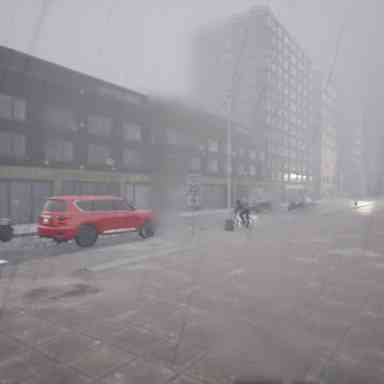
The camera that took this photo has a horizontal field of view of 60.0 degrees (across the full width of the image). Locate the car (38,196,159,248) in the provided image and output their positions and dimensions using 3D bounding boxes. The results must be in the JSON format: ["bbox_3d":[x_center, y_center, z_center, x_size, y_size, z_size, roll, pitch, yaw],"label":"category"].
[{"bbox_3d":[-3.990,1.198,15.047,2.150,2.045,5.566,0,0,39],"label":"car"}]

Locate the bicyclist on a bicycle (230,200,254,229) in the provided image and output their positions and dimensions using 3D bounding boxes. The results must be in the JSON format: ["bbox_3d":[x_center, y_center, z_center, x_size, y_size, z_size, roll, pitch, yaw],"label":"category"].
[{"bbox_3d":[2.758,1.273,18.895,1.656,1.620,0.582,0,0,35],"label":"bicyclist on a bicycle"}]

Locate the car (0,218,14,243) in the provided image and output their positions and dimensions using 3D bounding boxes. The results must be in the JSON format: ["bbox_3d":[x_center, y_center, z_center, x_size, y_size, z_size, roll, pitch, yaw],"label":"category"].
[{"bbox_3d":[-9.215,1.486,12.149,1.837,1.490,4.892,0,0,35],"label":"car"}]

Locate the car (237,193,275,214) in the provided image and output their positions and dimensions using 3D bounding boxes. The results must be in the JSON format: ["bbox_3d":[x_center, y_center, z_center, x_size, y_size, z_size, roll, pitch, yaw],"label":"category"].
[{"bbox_3d":[6.815,1.152,34.721,2.150,2.045,5.566,0,0,35],"label":"car"}]

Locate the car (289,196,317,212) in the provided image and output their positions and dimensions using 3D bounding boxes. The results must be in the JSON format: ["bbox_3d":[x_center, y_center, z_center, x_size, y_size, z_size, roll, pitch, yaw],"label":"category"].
[{"bbox_3d":[12.695,1.280,37.919,2.097,1.767,4.553,0,0,35],"label":"car"}]
